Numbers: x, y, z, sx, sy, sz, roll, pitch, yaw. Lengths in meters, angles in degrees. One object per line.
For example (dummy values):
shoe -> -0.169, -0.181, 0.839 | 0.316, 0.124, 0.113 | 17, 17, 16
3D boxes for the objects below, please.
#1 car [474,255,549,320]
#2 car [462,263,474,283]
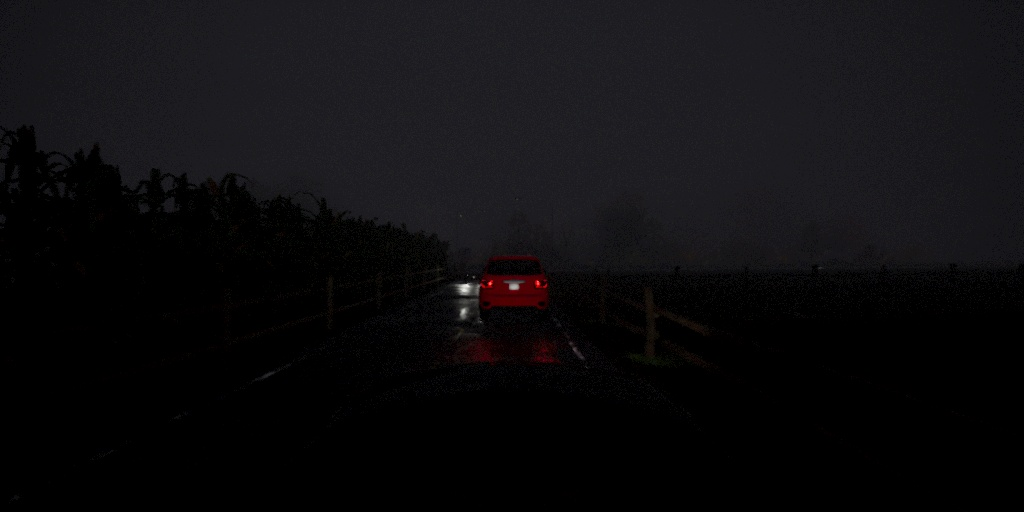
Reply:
car -> 0.073, 1.001, 12.891 | 2.150, 2.045, 5.566 | 0, -1, 0
car -> -2.847, 1.337, 29.101 | 1.837, 1.490, 4.892 | 0, 0, 0
